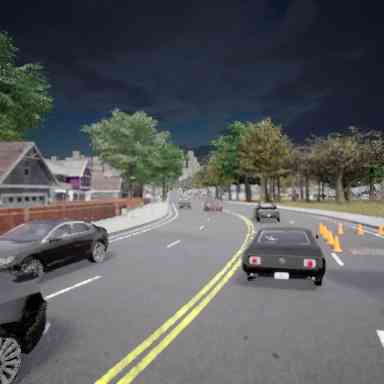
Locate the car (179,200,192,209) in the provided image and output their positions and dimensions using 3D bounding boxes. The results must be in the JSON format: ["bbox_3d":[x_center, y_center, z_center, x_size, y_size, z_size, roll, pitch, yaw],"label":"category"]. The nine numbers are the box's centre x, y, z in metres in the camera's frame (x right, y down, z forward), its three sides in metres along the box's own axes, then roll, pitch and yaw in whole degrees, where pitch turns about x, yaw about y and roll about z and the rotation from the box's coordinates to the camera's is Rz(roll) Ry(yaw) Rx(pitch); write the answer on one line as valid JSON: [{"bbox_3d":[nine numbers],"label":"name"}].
[{"bbox_3d":[-1.087,1.922,52.299,2.033,1.411,5.357,-1,0,-3],"label":"car"}]

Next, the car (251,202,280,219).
[{"bbox_3d":[6.077,1.601,27.733,2.128,1.511,4.902,-1,0,5],"label":"car"}]

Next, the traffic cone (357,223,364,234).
[{"bbox_3d":[9.160,1.971,18.127,0.340,0.580,0.340,-1,0,16],"label":"traffic cone"}]

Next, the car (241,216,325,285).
[{"bbox_3d":[2.709,1.629,9.716,1.895,1.301,4.718,-1,0,17],"label":"car"}]

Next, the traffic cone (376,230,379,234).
[{"bbox_3d":[10.122,1.960,17.857,0.340,0.580,0.340,-1,0,16],"label":"traffic cone"}]

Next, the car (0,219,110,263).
[{"bbox_3d":[-4.312,1.581,9.817,2.128,1.511,4.902,-1,0,17],"label":"car"}]

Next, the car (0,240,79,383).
[{"bbox_3d":[-3.517,1.533,2.728,2.128,1.511,4.902,0,0,23],"label":"car"}]

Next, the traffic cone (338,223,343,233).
[{"bbox_3d":[8.197,1.982,18.397,0.340,0.580,0.340,-1,0,16],"label":"traffic cone"}]

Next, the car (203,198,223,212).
[{"bbox_3d":[2.712,1.613,43.671,2.097,1.767,4.553,-1,0,-4],"label":"car"}]

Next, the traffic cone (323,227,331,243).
[{"bbox_3d":[6.153,1.981,14.816,0.340,0.580,0.340,-1,0,16],"label":"traffic cone"}]

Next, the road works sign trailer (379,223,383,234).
[{"bbox_3d":[5.053,0.451,5.789,2.380,3.560,2.880,-1,0,15],"label":"road works sign trailer"}]

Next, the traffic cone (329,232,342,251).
[{"bbox_3d":[5.612,1.975,12.891,0.340,0.580,0.340,-1,0,16],"label":"traffic cone"}]

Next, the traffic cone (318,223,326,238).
[{"bbox_3d":[6.694,1.987,16.742,0.340,0.580,0.340,-1,0,16],"label":"traffic cone"}]
